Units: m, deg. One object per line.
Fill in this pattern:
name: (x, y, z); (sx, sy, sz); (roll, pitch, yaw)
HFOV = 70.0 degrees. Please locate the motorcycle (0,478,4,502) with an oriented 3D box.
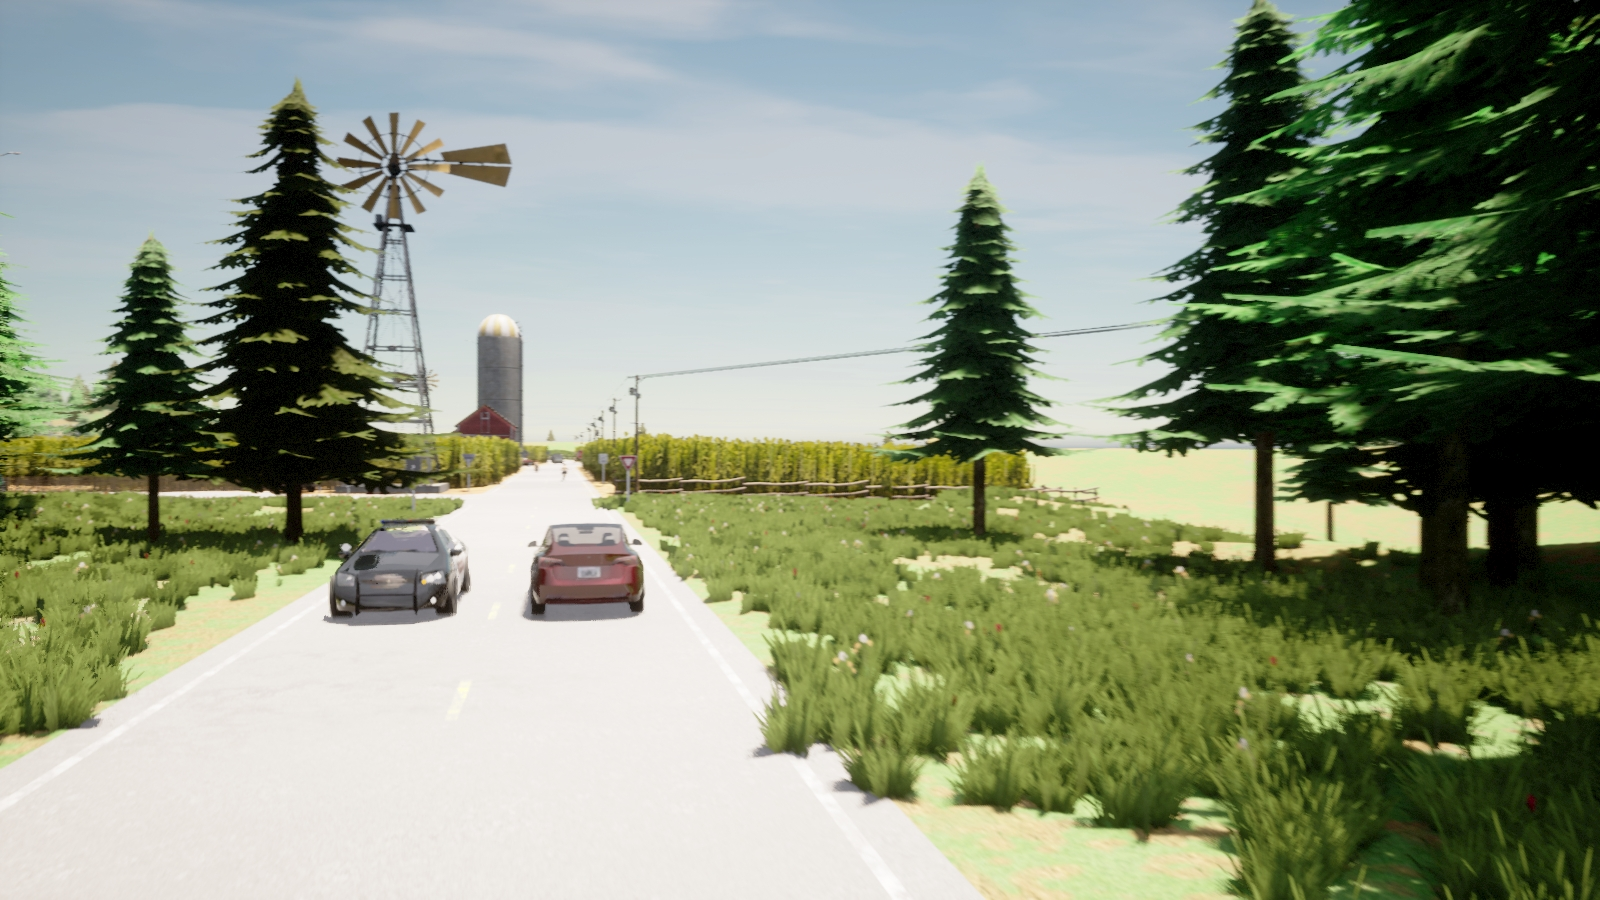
motorcycle: (-42.498, 2.067, 58.818); (2.356, 1.277, 0.764); (0, 0, -11)

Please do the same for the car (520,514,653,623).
car: (-3.990, 2.066, 21.152); (2.163, 1.488, 4.792); (0, 0, -12)

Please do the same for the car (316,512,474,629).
car: (-7.141, 2.043, 20.660); (2.038, 1.542, 4.974); (0, 0, -12)
